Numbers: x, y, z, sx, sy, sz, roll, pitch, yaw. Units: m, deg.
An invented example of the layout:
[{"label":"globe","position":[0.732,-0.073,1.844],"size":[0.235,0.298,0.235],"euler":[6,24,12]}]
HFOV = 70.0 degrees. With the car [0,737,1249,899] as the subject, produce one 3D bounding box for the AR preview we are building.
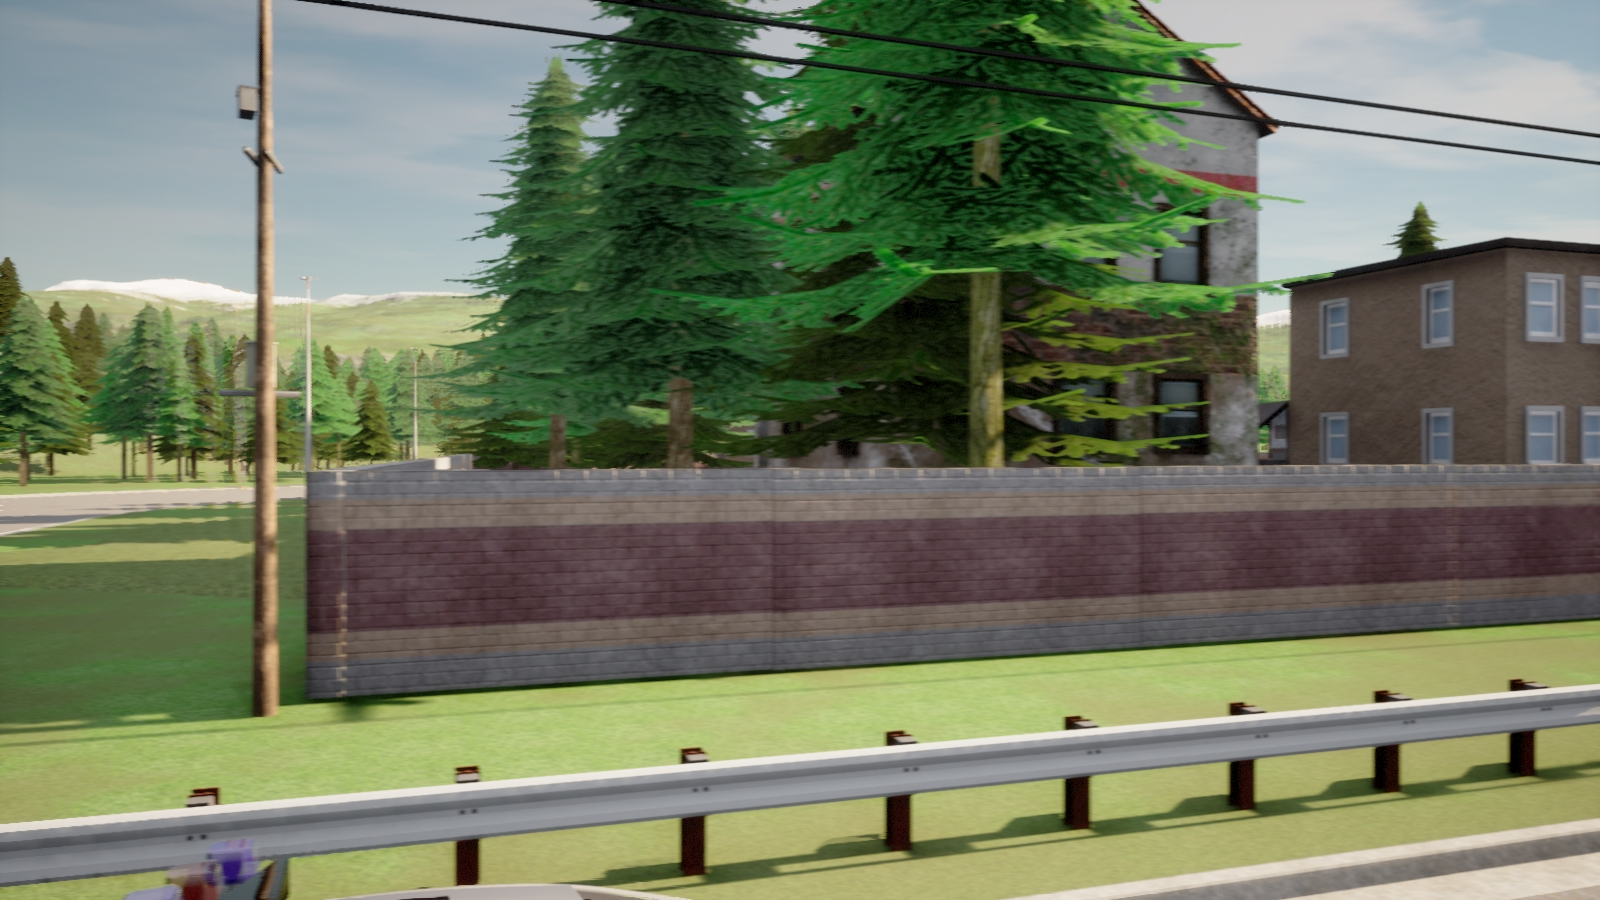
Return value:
[{"label":"car","position":[-1.558,1.980,2.745],"size":[5.238,1.638,2.097],"euler":[0,0,-20]}]
